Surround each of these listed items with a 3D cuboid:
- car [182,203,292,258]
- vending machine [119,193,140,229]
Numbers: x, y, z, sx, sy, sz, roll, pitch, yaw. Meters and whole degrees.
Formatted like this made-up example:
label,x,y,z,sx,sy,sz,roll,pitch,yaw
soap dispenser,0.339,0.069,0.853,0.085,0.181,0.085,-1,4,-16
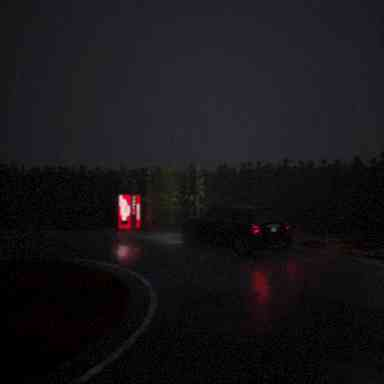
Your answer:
label,x,y,z,sx,sy,sz,roll,pitch,yaw
car,1.521,1.289,12.950,2.097,1.767,4.553,-1,0,-36
vending machine,-3.729,1.124,19.934,0.880,2.100,1.100,0,0,9
